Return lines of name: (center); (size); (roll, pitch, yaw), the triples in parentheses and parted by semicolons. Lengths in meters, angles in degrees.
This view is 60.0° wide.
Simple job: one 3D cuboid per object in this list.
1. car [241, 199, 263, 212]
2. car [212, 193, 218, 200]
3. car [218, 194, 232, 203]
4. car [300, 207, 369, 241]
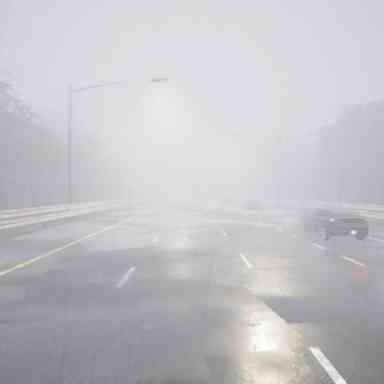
car: (7.084, 1.573, 39.558); (2.033, 1.411, 5.357); (0, 0, 0)
car: (7.319, 1.413, 93.622); (2.097, 1.767, 4.553); (0, 0, 0)
car: (7.215, 1.400, 69.648); (2.097, 1.767, 4.553); (0, 0, 0)
car: (7.016, 1.516, 16.848); (1.837, 1.490, 4.892); (0, 0, 0)
